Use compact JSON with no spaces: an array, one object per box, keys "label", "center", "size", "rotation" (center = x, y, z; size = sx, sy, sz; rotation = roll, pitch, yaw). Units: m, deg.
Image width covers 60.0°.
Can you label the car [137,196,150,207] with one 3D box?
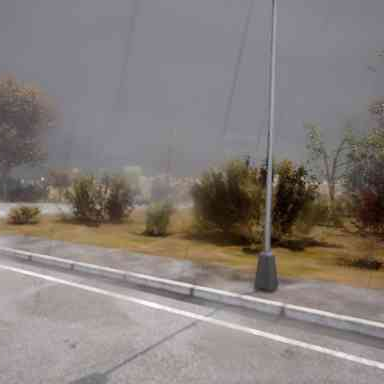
[{"label":"car","center":[-9.748,1.718,61.717],"size":[2.150,2.045,5.566],"rotation":[2,-2,20]}]
